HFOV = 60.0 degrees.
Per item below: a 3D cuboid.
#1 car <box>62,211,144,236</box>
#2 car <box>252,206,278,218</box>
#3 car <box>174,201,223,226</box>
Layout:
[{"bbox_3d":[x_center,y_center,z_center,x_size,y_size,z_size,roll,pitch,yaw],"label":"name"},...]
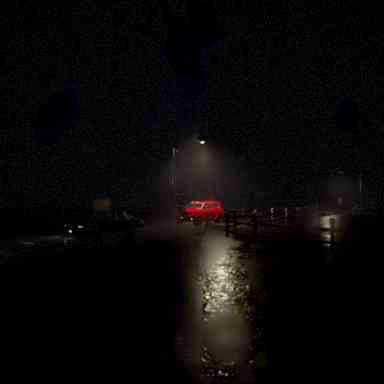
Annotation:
[{"bbox_3d":[-5.440,1.935,21.273,2.033,1.411,5.357,-1,-2,35],"label":"car"},{"bbox_3d":[9.261,2.505,41.946,1.837,1.490,4.892,-1,-2,36],"label":"car"},{"bbox_3d":[0.715,1.858,29.949,2.150,2.045,5.566,-1,-2,35],"label":"car"}]
